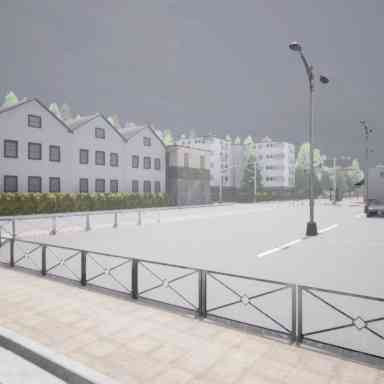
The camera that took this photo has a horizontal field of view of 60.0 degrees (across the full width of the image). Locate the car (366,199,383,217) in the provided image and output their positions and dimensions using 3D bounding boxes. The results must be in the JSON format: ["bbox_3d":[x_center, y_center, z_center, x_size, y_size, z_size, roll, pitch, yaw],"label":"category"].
[{"bbox_3d":[15.380,1.298,26.835,2.007,1.523,4.514,0,0,35],"label":"car"}]
